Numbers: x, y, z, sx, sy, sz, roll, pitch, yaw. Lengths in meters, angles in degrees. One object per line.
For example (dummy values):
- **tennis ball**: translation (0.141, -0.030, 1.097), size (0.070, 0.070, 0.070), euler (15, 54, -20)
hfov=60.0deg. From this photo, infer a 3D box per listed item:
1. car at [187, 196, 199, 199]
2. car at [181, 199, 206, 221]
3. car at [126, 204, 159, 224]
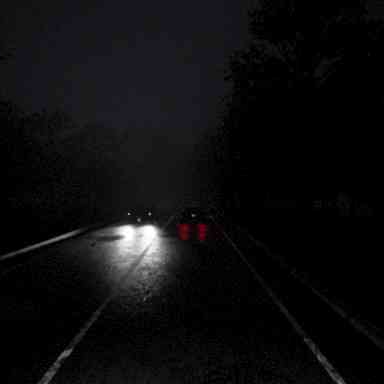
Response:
- **car**: translation (0.101, 1.283, 43.640), size (2.097, 1.767, 4.553), euler (0, 0, 0)
- **car**: translation (0.104, 1.511, 26.498), size (1.812, 1.442, 4.674), euler (0, 0, 0)
- **car**: translation (-3.598, 1.589, 24.863), size (1.895, 1.301, 4.718), euler (0, 0, 0)
